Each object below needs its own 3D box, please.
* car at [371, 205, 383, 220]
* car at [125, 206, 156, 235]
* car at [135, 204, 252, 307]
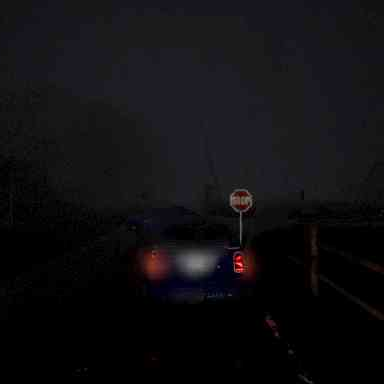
[{"bbox_3d":[16.015,1.285,25.452,4.553,1.767,2.097,0,0,-1],"label":"car"},{"bbox_3d":[-1.607,1.477,18.548,1.882,1.535,5.008,-1,-1,30],"label":"car"},{"bbox_3d":[0.083,1.352,8.161,2.097,1.767,4.553,0,0,0],"label":"car"}]
